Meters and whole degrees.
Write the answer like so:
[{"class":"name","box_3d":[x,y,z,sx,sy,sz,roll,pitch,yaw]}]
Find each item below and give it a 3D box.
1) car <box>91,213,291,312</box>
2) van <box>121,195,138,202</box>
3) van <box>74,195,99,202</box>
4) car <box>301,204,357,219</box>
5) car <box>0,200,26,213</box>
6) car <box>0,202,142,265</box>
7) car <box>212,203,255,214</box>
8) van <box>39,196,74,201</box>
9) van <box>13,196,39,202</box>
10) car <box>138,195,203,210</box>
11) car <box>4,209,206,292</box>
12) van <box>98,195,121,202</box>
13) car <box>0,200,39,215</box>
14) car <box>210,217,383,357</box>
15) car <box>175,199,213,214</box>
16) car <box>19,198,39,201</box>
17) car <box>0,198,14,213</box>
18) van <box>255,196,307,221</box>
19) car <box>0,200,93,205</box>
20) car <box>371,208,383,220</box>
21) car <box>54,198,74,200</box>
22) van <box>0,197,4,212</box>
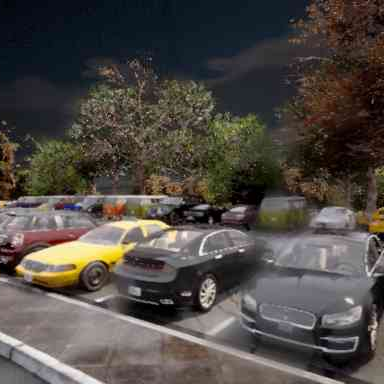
[{"class":"car","box_3d":[0.371,1.507,7.935,2.231,1.521,4.892,0,0,36]},{"class":"van","box_3d":[-3.211,1.290,26.745,1.878,1.987,4.442,0,0,36]},{"class":"van","box_3d":[-7.856,1.295,29.787,1.878,1.987,4.442,-1,0,36]},{"class":"car","box_3d":[7.982,1.544,18.583,2.002,1.452,4.674,0,0,36]},{"class":"car","box_3d":[-23.528,1.833,41.155,2.097,1.535,5.008,-1,-1,36]},{"class":"car","box_3d":[-4.157,1.385,11.149,2.185,1.767,4.553,0,0,36]},{"class":"car","box_3d":[3.578,1.549,21.734,2.002,1.452,4.674,0,0,36]},{"class":"van","box_3d":[-12.238,1.371,32.927,1.878,1.987,4.442,-1,-1,36]},{"class":"van","box_3d":[-16.604,1.464,36.343,1.878,1.987,4.442,-1,-1,36]},{"class":"car","box_3d":[-1.043,1.262,25.013,2.435,2.045,5.566,0,0,36]},{"class":"car","box_3d":[-1.990,1.505,9.406,1.946,1.575,5.366,0,0,36]},{"class":"van","box_3d":[-5.361,1.292,28.285,1.878,1.987,4.442,0,0,36]},{"class":"car","box_3d":[-21.175,1.784,39.469,2.097,1.535,5.008,-1,-1,36]},{"class":"car","box_3d":[2.635,1.505,6.328,2.231,1.521,4.892,0,0,36]},{"class":"car","box_3d":[1.323,1.511,23.345,2.097,1.535,5.008,0,0,36]},{"class":"car","box_3d":[-14.524,1.640,34.482,1.946,1.575,5.366,-1,-1,36]},{"class":"car","box_3d":[-25.695,1.752,42.676,2.185,1.767,4.553,-1,-1,36]},{"class":"van","box_3d":[5.796,1.280,20.290,1.878,1.987,4.442,0,0,36]},{"class":"car","box_3d":[-6.413,1.387,12.766,2.185,1.767,4.553,0,0,36]},{"class":"car","box_3d":[10.330,1.501,16.890,2.097,1.535,5.008,0,0,36]},{"class":"car","box_3d":[-9.913,1.549,31.410,2.097,1.535,5.008,-1,-1,36]},{"class":"van","box_3d":[-27.861,1.699,44.411,1.878,1.987,4.442,-1,-1,36]}]
